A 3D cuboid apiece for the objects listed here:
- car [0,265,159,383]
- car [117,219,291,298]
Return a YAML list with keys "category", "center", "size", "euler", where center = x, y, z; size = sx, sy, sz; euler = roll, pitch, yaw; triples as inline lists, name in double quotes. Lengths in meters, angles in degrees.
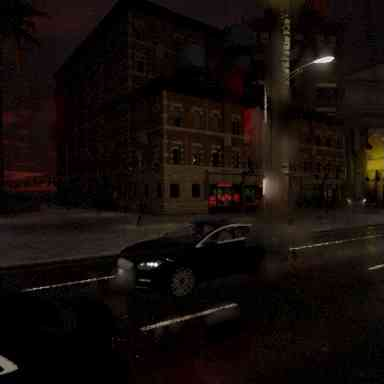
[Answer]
- category: "car"
  center: [-2.810, 1.505, 1.991]
  size: [4.892, 1.490, 1.837]
  euler: [0, 0, -35]
- category: "car"
  center: [0.479, 1.491, 8.621]
  size: [4.902, 1.511, 2.128]
  euler: [0, 0, -35]
